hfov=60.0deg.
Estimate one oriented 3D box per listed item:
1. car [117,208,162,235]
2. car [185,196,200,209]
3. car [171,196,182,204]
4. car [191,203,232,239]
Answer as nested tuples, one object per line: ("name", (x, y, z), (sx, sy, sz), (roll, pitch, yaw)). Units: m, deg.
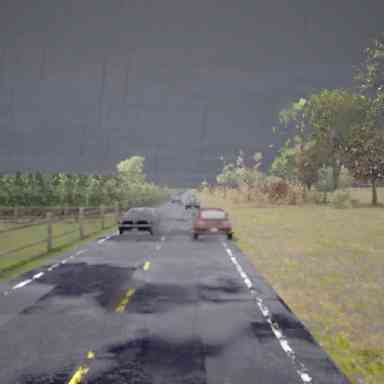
("car", (-2.840, 1.573, 18.754), (1.895, 1.301, 4.718), (0, 0, 0))
("car", (0.097, 1.519, 43.865), (1.895, 1.301, 4.718), (0, 0, 0))
("car", (-2.744, 1.419, 60.147), (2.033, 1.411, 5.357), (0, 0, 1))
("car", (0.972, 1.502, 16.991), (1.812, 1.442, 4.674), (0, 0, 0))
